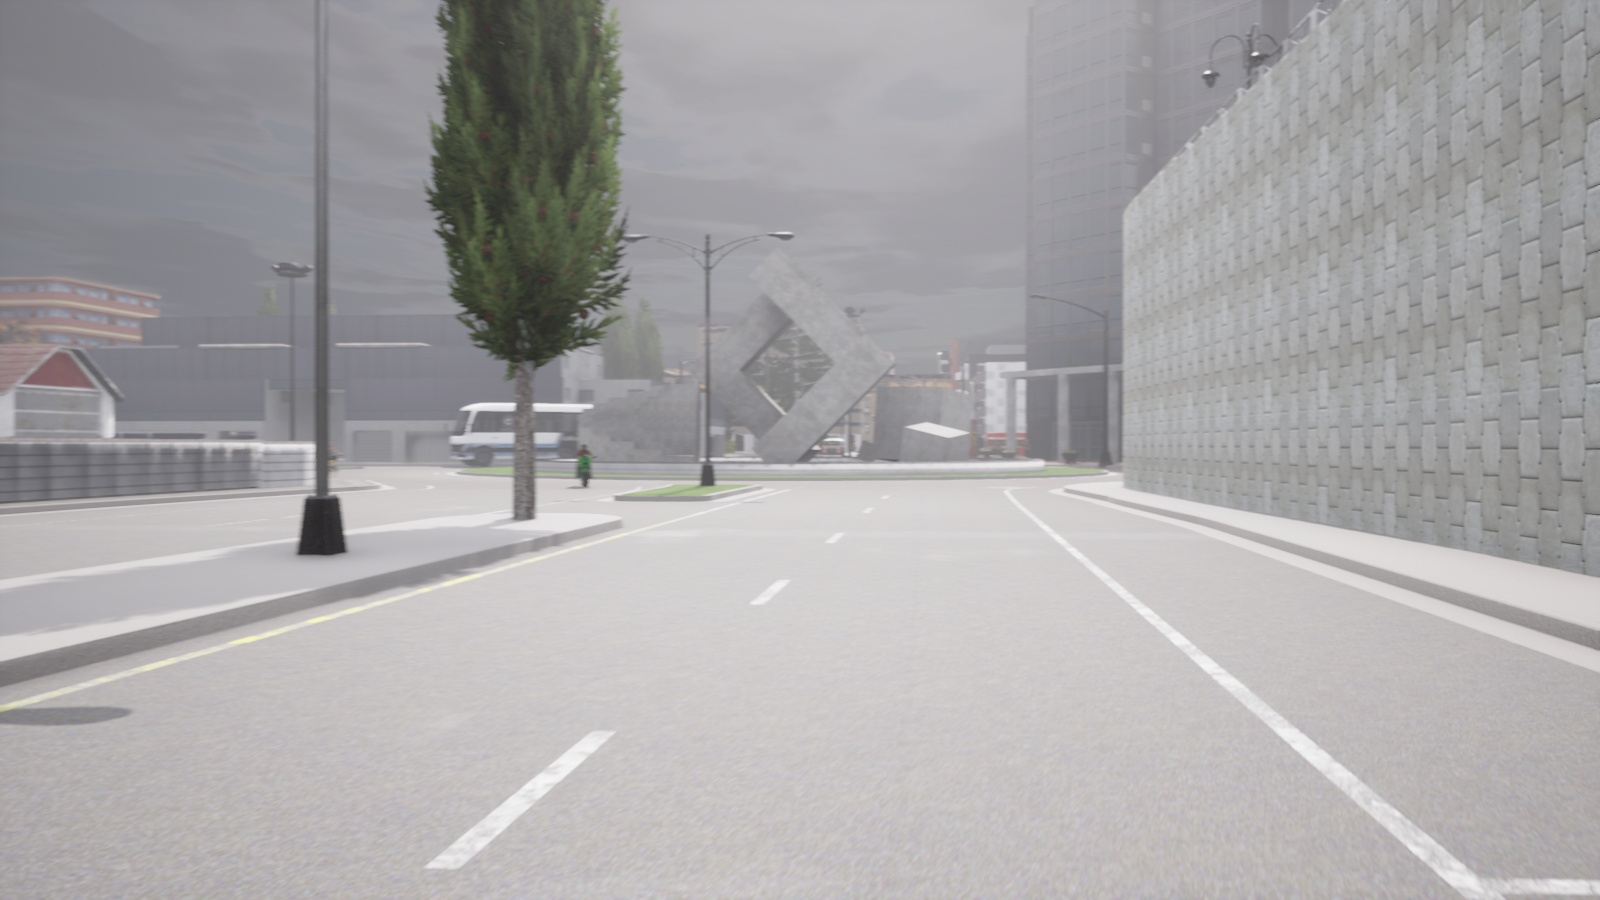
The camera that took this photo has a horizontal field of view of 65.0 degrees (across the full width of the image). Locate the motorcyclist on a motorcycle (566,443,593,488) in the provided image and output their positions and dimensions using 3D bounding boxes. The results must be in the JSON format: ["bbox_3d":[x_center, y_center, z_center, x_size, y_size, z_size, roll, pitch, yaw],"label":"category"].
[{"bbox_3d":[-7.596,0.514,43.219,0.797,1.523,2.044,-1,1,-13],"label":"motorcyclist on a motorcycle"}]

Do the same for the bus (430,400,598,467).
[{"bbox_3d":[-19.152,-1.057,84.289,10.273,4.253,3.944,0,1,-31],"label":"bus"}]

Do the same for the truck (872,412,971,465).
[{"bbox_3d":[9.015,-0.830,94.219,2.891,3.827,8.468,0,0,-32],"label":"truck"}]
